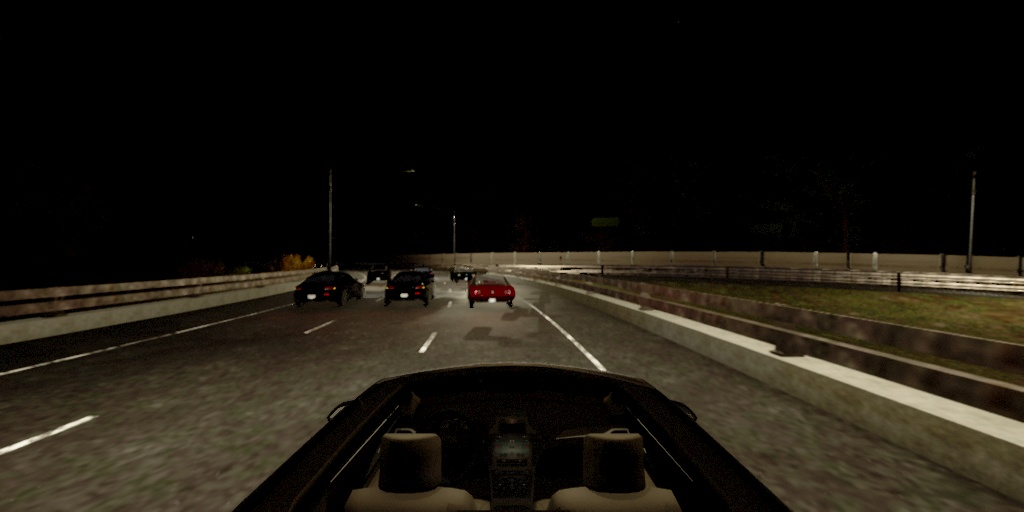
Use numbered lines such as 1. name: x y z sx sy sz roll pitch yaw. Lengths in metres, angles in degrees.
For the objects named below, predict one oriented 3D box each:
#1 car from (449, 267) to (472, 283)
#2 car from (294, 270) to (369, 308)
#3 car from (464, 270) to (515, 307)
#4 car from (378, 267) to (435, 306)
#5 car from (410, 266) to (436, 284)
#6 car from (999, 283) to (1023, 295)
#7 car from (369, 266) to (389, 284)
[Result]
1. car: -4.479 1.668 32.349 1.895 1.301 4.718 0 -1 -17
2. car: -8.147 1.432 16.248 1.812 1.442 4.674 0 0 -9
3. car: -1.099 1.503 16.468 1.895 1.301 4.718 0 -1 -8
4. car: -4.677 1.433 16.690 1.812 1.442 4.674 0 0 -9
5. car: -7.955 1.628 31.723 1.994 1.385 4.181 0 -1 -17
6. car: 39.025 2.223 25.510 5.357 1.411 2.033 3 1 28
7. car: -11.310 1.564 30.744 1.837 1.490 4.892 0 0 -17
